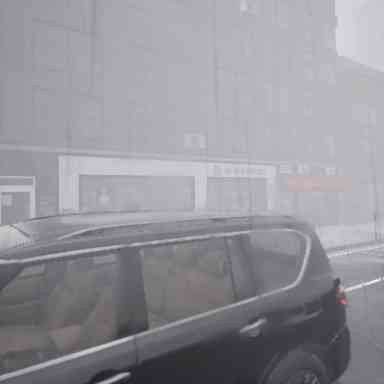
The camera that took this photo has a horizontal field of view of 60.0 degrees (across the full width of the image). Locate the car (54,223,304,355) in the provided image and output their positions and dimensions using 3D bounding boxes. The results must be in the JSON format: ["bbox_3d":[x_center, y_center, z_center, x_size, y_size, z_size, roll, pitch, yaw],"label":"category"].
[{"bbox_3d":[-0.003,1.524,6.654,4.829,1.417,1.752,0,-1,-35],"label":"car"}]

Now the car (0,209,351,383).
[{"bbox_3d":[-0.978,1.220,2.681,5.566,2.045,2.150,0,0,-35],"label":"car"}]
